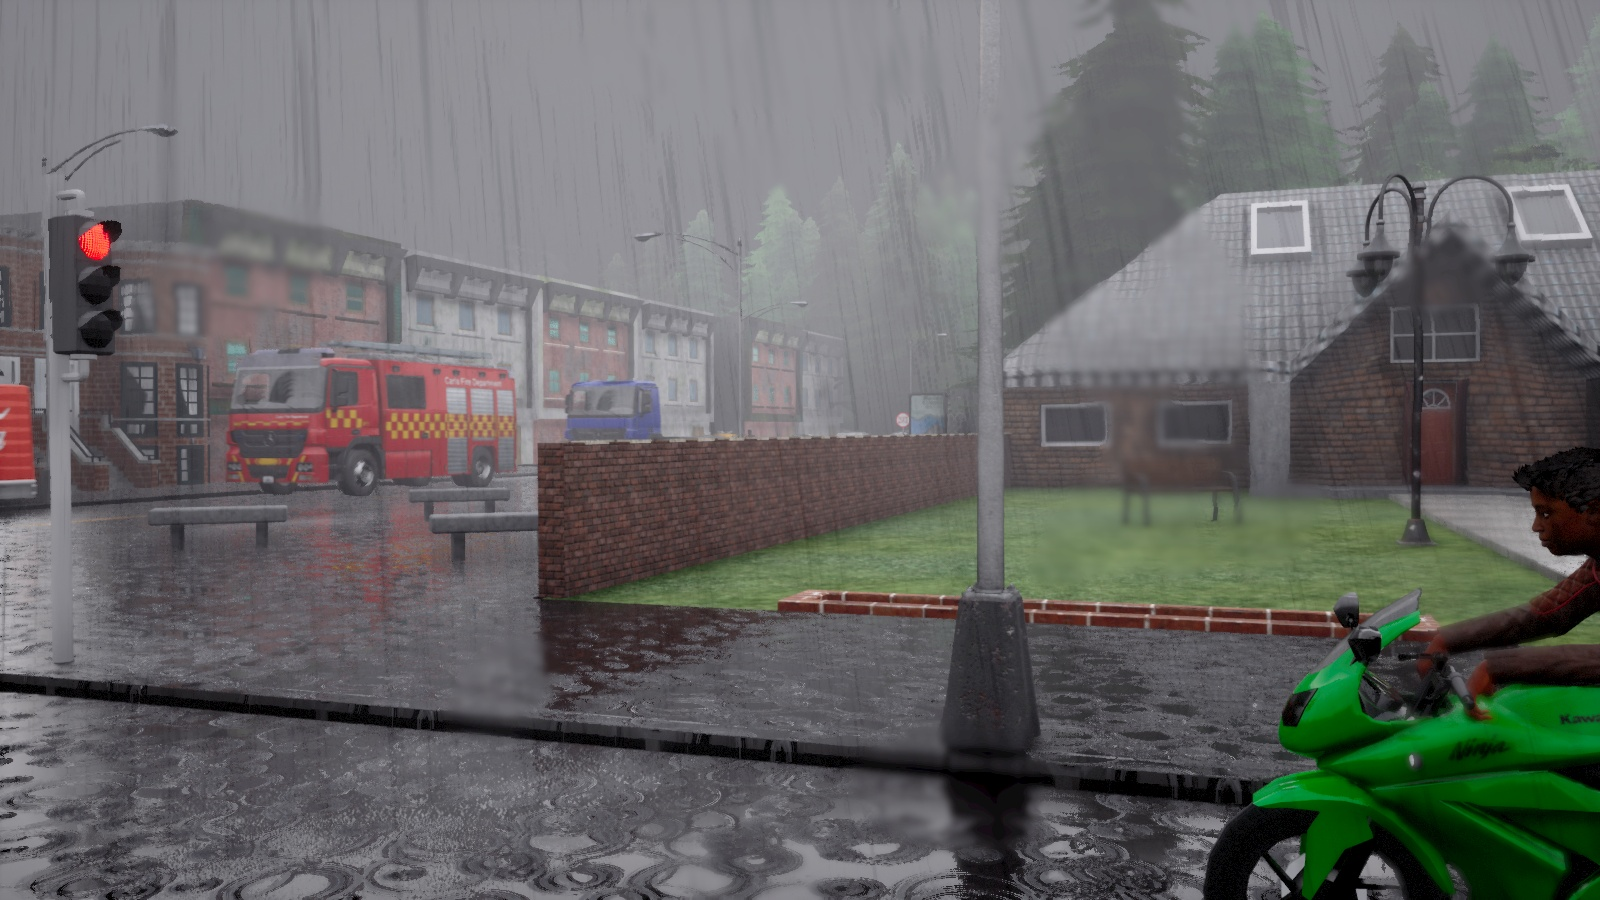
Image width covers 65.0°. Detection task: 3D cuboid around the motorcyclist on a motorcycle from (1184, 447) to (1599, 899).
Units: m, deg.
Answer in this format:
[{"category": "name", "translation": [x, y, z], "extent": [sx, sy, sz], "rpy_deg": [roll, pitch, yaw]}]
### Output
[{"category": "motorcyclist on a motorcycle", "translation": [2.029, 0.767, 3.072], "extent": [2.044, 1.523, 0.797], "rpy_deg": [1, 1, 20]}]

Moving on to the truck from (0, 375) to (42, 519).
[{"category": "truck", "translation": [-15.594, -0.043, 20.315], "extent": [2.627, 2.467, 5.204], "rpy_deg": [1, 1, 20]}]

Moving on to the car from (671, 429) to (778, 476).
[{"category": "car", "translation": [-2.595, 0.043, 44.508], "extent": [1.801, 1.575, 5.366], "rpy_deg": [1, 1, 20]}]

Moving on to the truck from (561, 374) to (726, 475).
[{"category": "truck", "translation": [-5.732, -0.936, 47.562], "extent": [2.891, 3.462, 7.936], "rpy_deg": [1, 1, 20]}]

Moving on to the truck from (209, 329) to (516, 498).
[{"category": "truck", "translation": [-11.043, -0.907, 32.919], "extent": [2.891, 3.827, 8.468], "rpy_deg": [1, 1, 20]}]
